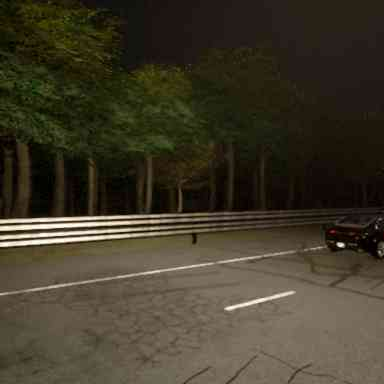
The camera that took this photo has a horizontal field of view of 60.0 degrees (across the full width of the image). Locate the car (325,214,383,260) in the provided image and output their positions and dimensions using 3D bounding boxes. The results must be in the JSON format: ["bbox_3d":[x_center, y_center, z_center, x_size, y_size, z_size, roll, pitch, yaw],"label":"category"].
[{"bbox_3d":[7.262,1.654,13.236,4.892,1.490,1.837,1,0,-36],"label":"car"}]
